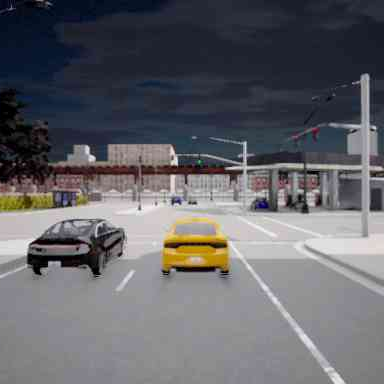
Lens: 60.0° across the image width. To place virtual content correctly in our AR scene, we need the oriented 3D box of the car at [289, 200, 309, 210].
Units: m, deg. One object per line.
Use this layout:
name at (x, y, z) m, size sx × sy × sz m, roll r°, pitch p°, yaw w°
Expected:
car at (15.538, 1.884, 48.506) m, size 1.970 × 1.475 × 3.806 m, roll 0°, pitch -1°, yaw 0°

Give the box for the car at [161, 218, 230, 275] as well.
car at (0.105, 1.578, 10.894) m, size 1.882 × 1.535 × 5.008 m, roll 0°, pitch -1°, yaw 0°

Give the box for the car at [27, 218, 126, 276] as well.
car at (-3.395, 1.593, 10.663) m, size 2.128 × 1.511 × 4.902 m, roll 0°, pitch 0°, yaw 0°

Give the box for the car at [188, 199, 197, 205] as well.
car at (0.125, 2.199, 72.444) m, size 1.994 × 1.385 × 4.181 m, roll 0°, pitch -1°, yaw 0°

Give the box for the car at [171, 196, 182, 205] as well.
car at (-3.375, 1.892, 73.052) m, size 2.150 × 2.045 × 5.566 m, roll 0°, pitch -1°, yaw 0°

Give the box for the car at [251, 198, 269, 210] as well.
car at (9.792, 1.721, 47.755) m, size 2.242 × 1.667 × 4.611 m, roll 0°, pitch -1°, yaw 0°
